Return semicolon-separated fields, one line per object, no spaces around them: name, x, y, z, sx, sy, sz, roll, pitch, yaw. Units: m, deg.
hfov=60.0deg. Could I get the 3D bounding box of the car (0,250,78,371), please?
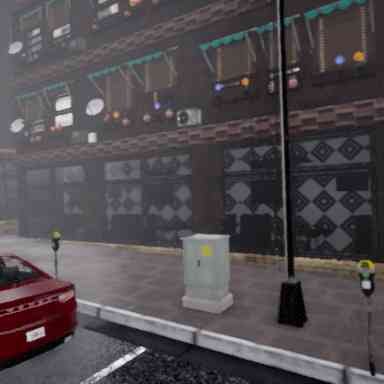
car;-3.712;1.542;5.090;4.507;1.381;1.887;0;-1;32
